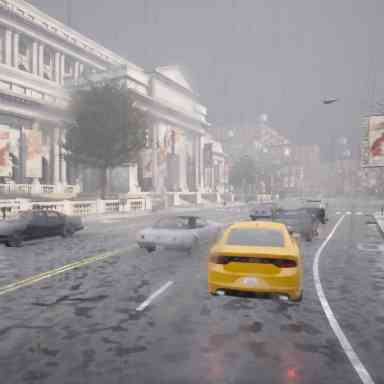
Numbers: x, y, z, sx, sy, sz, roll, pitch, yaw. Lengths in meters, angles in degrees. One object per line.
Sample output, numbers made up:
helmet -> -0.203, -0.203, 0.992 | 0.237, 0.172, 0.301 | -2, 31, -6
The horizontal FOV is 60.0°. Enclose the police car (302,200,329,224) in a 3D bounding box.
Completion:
police car -> 9.193, 1.425, 25.118 | 1.930, 1.638, 5.238 | 0, 0, 27

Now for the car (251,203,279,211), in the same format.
car -> 6.160, 1.547, 26.674 | 2.033, 1.411, 5.357 | 0, 0, 27

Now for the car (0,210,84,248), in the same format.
car -> -7.264, 1.547, 15.125 | 2.033, 1.411, 5.357 | 0, 0, 22

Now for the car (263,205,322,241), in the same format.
car -> 5.179, 1.564, 16.767 | 1.994, 1.385, 4.181 | 0, 0, 26

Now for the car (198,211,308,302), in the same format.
car -> 1.709, 1.478, 8.472 | 1.882, 1.535, 5.008 | 0, 0, 15

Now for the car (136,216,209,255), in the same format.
car -> -0.245, 1.601, 13.394 | 1.895, 1.301, 4.718 | 0, 0, 22
